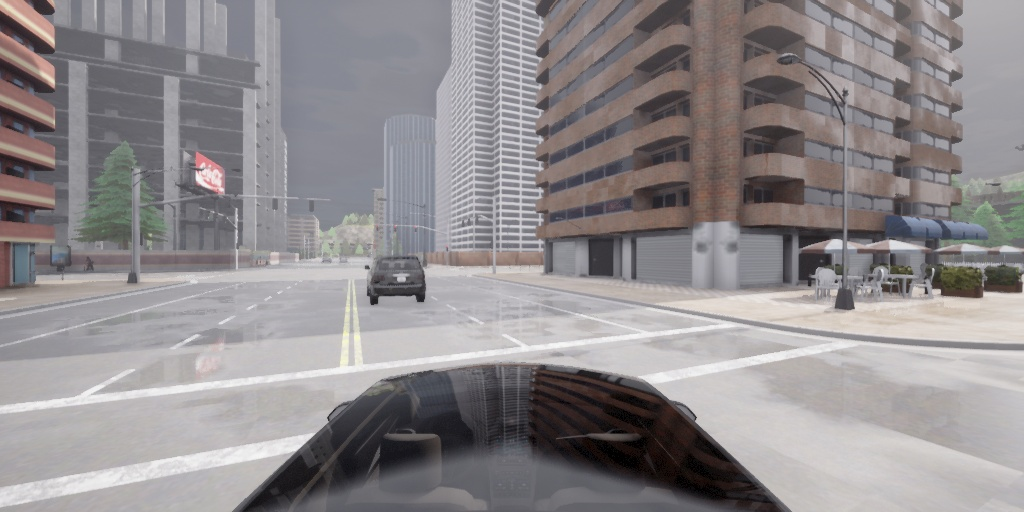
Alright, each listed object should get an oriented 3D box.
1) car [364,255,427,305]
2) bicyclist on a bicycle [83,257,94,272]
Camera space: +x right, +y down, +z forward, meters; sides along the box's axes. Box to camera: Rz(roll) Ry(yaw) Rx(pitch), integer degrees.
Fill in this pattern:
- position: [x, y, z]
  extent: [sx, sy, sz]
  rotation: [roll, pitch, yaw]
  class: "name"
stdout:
- position: [-5.338, 0.976, 16.207]
  extent: [2.150, 2.045, 5.566]
  rotation: [0, 0, -24]
  class: "car"
- position: [-46.131, 0.908, 39.093]
  extent: [0.582, 1.620, 1.656]
  rotation: [0, 0, -24]
  class: "bicyclist on a bicycle"
